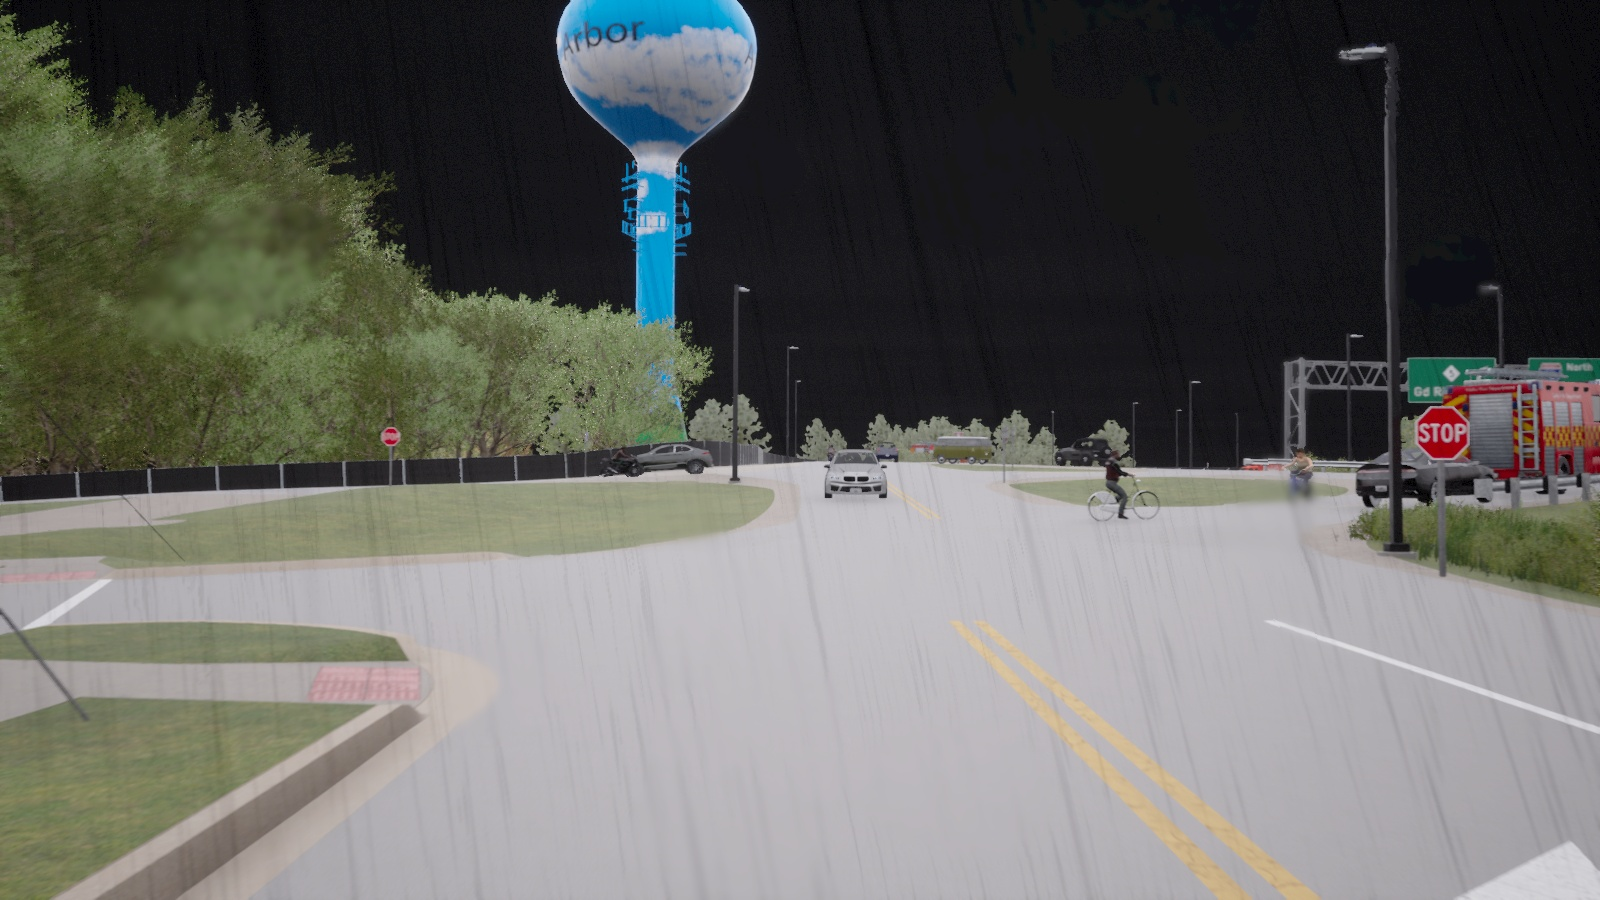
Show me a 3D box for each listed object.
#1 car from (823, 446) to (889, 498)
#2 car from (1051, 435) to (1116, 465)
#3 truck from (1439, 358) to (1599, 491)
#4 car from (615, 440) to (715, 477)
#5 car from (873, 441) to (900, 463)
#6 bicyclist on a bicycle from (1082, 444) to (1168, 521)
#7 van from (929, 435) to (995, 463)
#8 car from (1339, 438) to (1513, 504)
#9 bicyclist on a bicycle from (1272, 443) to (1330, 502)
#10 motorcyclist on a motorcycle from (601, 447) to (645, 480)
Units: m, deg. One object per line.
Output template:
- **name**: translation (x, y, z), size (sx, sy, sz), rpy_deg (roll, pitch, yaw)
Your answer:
- **car**: translation (1.975, 0.747, 45.065), size (2.242, 1.667, 4.611), rpy_deg (0, 1, 2)
- **car**: translation (18.465, -0.003, 81.905), size (1.905, 1.878, 3.866), rpy_deg (1, 0, -34)
- **truck**: translation (23.889, -0.792, 40.243), size (8.468, 3.827, 2.891), rpy_deg (-2, -1, -40)
- **car**: translation (-7.017, 0.459, 65.428), size (5.027, 1.651, 2.152), rpy_deg (-3, -2, -7)
- **car**: translation (6.413, 0.160, 93.473), size (1.845, 1.501, 3.633), rpy_deg (1, -1, 2)
- **bicyclist on a bicycle**: translation (8.001, 0.800, 30.923), size (1.843, 1.776, 0.659), rpy_deg (-3, -1, -7)
- **van**: translation (11.644, -0.078, 90.588), size (4.442, 1.987, 1.775), rpy_deg (0, 0, 40)
- **car**: translation (16.499, 0.534, 33.006), size (4.902, 1.511, 2.128), rpy_deg (-2, -1, -38)
- **bicyclist on a bicycle**: translation (14.574, 0.650, 36.547), size (1.509, 1.612, 0.866), rpy_deg (-3, 0, -40)
- **motorcyclist on a motorcycle**: translation (-8.671, 0.656, 61.539), size (2.044, 1.523, 0.797), rpy_deg (-2, -1, -12)
